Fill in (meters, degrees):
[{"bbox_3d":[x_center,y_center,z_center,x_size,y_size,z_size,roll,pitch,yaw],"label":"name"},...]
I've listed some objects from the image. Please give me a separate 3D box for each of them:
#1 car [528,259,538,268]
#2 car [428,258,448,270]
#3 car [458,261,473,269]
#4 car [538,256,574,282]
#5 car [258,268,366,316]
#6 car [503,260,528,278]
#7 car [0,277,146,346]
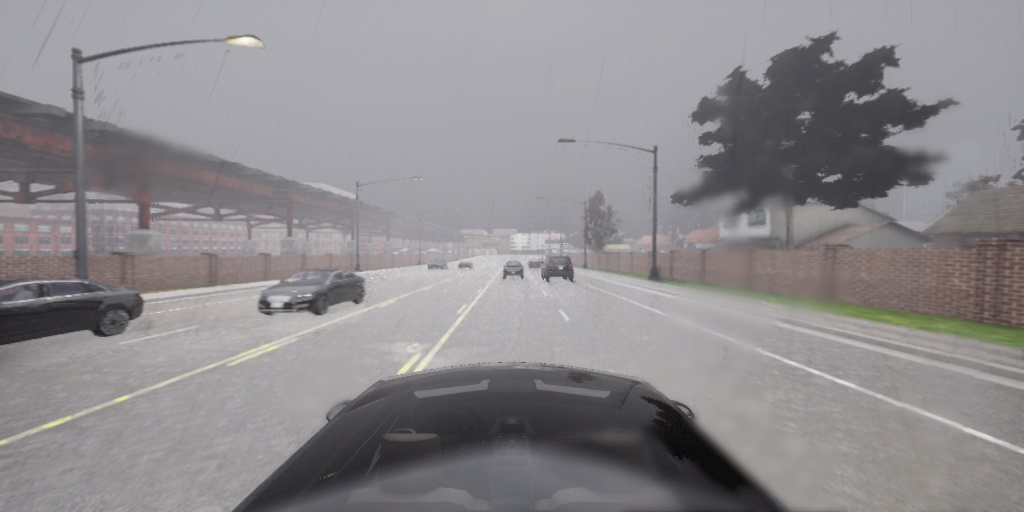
[{"bbox_3d":[3.641,1.251,59.635,1.882,1.535,5.008,0,0,0],"label":"car"},{"bbox_3d":[-10.512,1.076,50.957,2.097,1.767,4.553,0,0,1],"label":"car"},{"bbox_3d":[-7.000,1.338,54.147,1.895,1.301,4.718,0,0,1],"label":"car"},{"bbox_3d":[3.619,0.990,29.122,2.150,2.045,5.566,0,0,0],"label":"car"},{"bbox_3d":[-7.087,1.220,13.276,2.128,1.511,4.902,0,0,0],"label":"car"},{"bbox_3d":[0.122,1.248,33.635,2.128,1.511,4.902,0,0,0],"label":"car"},{"bbox_3d":[-10.593,1.207,7.355,2.128,1.511,4.902,0,0,0],"label":"car"}]
